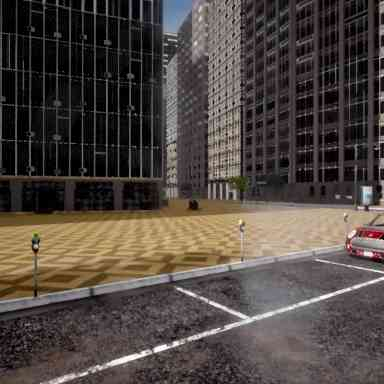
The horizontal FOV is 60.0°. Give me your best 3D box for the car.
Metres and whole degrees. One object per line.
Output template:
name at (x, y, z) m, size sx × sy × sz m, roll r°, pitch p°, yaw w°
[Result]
car at (7.205, 1.437, 11.691) m, size 4.097 × 1.590 × 1.967 m, roll 0°, pitch 0°, yaw -35°
